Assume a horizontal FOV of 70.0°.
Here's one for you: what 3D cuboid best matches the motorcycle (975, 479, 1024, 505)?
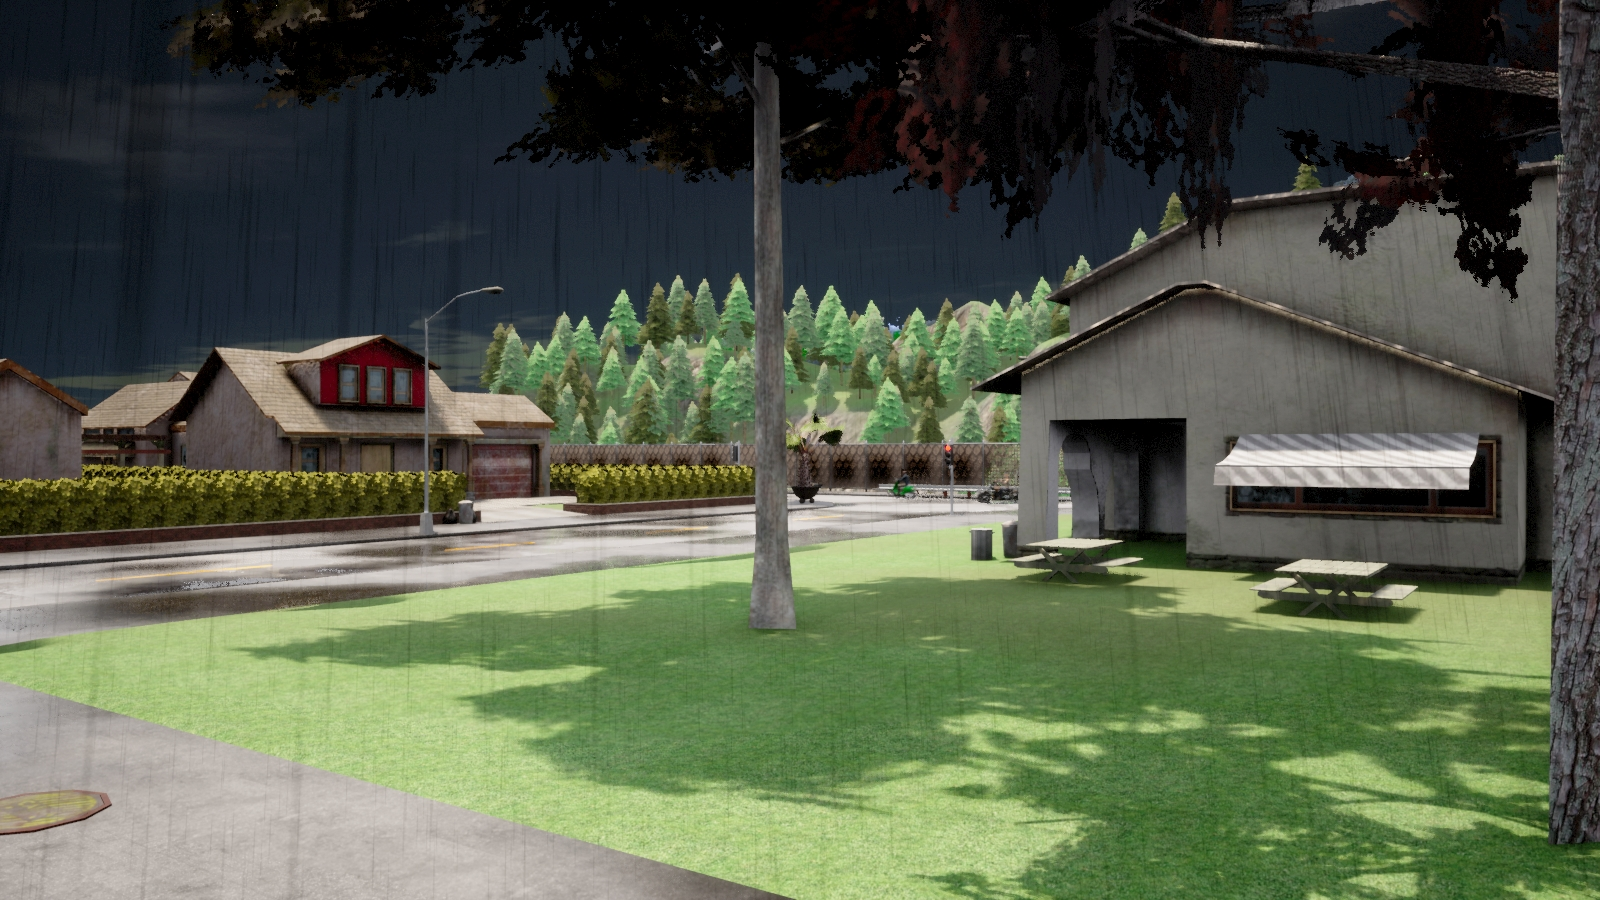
[{"bbox_3d":[10.302,2.155,58.968,2.356,1.307,0.764,0,3,-2],"label":"motorcycle"}]

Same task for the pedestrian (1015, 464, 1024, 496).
[{"bbox_3d":[12.826,1.745,66.701,0.375,1.860,0.375,0,0,37],"label":"pedestrian"}]

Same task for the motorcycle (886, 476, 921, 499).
[{"bbox_3d":[5.927,2.142,65.497,1.805,1.316,0.856,0,0,35],"label":"motorcycle"}]
